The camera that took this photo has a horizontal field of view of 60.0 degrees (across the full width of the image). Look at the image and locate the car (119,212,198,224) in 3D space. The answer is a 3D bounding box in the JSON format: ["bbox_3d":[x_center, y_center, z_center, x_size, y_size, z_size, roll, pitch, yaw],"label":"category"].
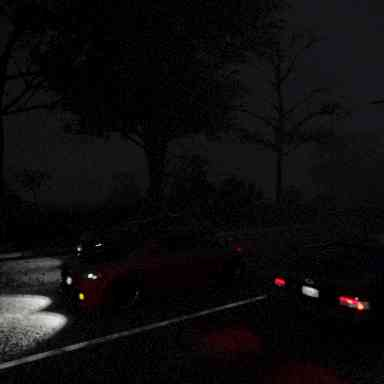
[{"bbox_3d":[-1.431,1.483,11.485,4.892,1.490,1.837,0,0,-35],"label":"car"}]

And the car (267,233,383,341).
[{"bbox_3d":[3.829,1.525,6.385,5.357,1.411,2.033,0,0,-35],"label":"car"}]

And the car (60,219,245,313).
[{"bbox_3d":[-0.772,1.549,7.677,4.181,1.385,1.994,0,0,-35],"label":"car"}]

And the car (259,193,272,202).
[{"bbox_3d":[15.502,1.161,74.176,2.150,2.045,5.566,0,0,-21],"label":"car"}]
